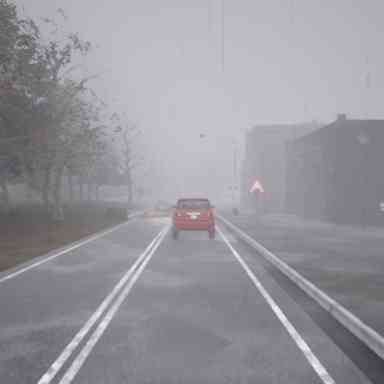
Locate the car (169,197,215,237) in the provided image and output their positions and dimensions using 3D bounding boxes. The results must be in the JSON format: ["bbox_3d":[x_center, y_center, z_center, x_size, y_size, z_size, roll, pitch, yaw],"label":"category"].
[{"bbox_3d":[0.077,1.298,18.501,2.150,2.045,5.566,0,0,0],"label":"car"}]

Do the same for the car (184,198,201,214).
[{"bbox_3d":[0.019,1.593,36.789,1.812,1.442,4.674,0,-6,0],"label":"car"}]

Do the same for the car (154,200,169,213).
[{"bbox_3d":[-3.428,1.720,40.313,2.128,1.511,4.902,0,0,0],"label":"car"}]
